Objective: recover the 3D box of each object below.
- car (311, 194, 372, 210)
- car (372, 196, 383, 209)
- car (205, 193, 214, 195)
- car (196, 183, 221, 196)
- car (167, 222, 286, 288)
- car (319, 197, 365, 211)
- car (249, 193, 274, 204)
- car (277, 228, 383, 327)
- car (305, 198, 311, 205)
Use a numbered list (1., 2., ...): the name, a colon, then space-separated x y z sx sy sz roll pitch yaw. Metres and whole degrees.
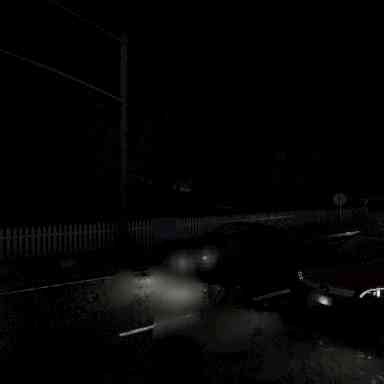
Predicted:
1. car: 17.383 1.218 38.987 2.150 2.045 5.566 0 0 -37
2. car: 24.322 1.347 41.426 2.097 1.767 4.553 0 0 -37
3. car: 2.464 0.550 58.773 1.837 1.490 4.892 0 6 -37
4. car: 3.367 -0.563 69.363 2.150 2.045 5.566 0 7 -37
5. car: 1.399 1.564 9.275 4.181 1.385 1.994 0 0 -35
6. car: 19.106 1.483 42.510 2.128 1.511 4.902 0 0 -37
7. car: 10.550 1.087 48.003 2.150 2.045 5.566 0 2 -37
8. car: 4.079 1.526 6.872 4.674 1.442 1.812 0 0 -36
9. car: 18.797 1.447 48.711 1.882 1.535 5.008 0 1 -37
